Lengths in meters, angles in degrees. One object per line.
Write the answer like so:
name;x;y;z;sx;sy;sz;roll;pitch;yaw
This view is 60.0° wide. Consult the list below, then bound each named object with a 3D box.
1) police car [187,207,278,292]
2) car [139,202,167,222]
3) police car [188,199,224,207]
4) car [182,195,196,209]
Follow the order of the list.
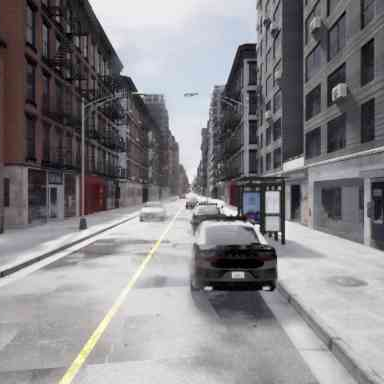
police car;0.906;1.427;9.111;1.930;1.638;5.238;0;0;0
car;-3.081;1.534;26.886;1.812;1.442;4.674;0;0;0
police car;0.914;1.431;19.111;1.930;1.638;5.238;0;0;0
car;0.049;1.562;45.707;2.033;1.411;5.357;0;0;0
